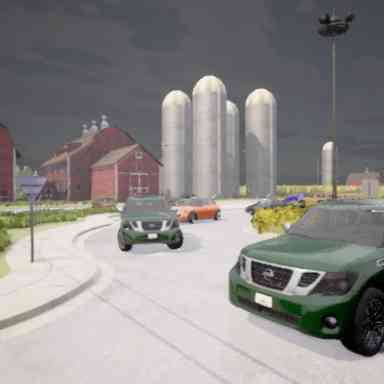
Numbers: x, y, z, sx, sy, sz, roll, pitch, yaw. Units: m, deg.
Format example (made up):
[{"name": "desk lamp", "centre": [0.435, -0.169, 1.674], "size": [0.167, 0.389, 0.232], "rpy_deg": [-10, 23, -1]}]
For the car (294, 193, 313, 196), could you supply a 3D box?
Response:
[{"name": "car", "centre": [16.206, 0.999, 43.283], "size": [1.932, 1.855, 4.605], "rpy_deg": [-1, 0, -36]}]

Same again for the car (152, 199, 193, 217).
[{"name": "car", "centre": [-1.825, 1.395, 29.861], "size": [1.784, 1.438, 3.905], "rpy_deg": [-1, 0, -36]}]

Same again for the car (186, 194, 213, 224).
[{"name": "car", "centre": [0.154, 1.241, 23.932], "size": [2.097, 1.767, 4.553], "rpy_deg": [0, 0, 39]}]

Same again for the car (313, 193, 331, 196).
[{"name": "car", "centre": [16.088, 1.211, 36.943], "size": [4.902, 1.511, 2.128], "rpy_deg": [-1, 0, -36]}]

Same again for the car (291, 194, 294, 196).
[{"name": "car", "centre": [19.687, 1.058, 62.257], "size": [2.242, 1.667, 4.611], "rpy_deg": [-1, 0, -36]}]

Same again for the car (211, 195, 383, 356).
[{"name": "car", "centre": [3.259, 1.172, 6.350], "size": [5.566, 2.045, 2.150], "rpy_deg": [0, 0, -36]}]

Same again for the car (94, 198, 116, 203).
[{"name": "car", "centre": [-10.387, 1.394, 39.537], "size": [1.816, 1.474, 4.193], "rpy_deg": [-1, 0, -36]}]

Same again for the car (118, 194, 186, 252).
[{"name": "car", "centre": [-1.925, 1.169, 14.247], "size": [2.150, 2.045, 5.566], "rpy_deg": [0, 0, -12]}]
